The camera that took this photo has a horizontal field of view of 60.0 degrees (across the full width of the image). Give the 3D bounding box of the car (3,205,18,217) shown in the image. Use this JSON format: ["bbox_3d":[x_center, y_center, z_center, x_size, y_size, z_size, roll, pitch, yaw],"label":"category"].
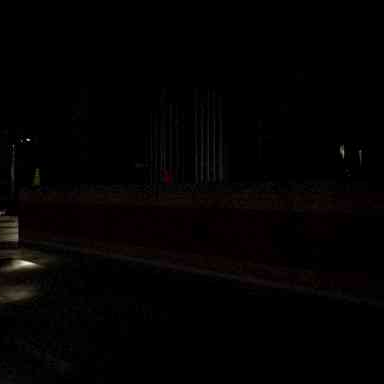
[{"bbox_3d":[-14.972,1.547,31.127,2.128,1.511,4.902,0,0,37],"label":"car"}]
